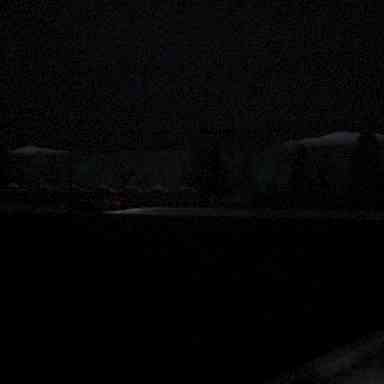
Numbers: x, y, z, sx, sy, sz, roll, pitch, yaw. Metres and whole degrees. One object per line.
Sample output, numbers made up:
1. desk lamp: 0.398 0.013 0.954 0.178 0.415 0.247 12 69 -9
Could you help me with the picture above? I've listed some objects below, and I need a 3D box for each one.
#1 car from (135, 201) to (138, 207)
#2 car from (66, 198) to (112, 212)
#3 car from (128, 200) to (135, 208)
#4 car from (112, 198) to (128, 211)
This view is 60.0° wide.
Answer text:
1. car: -10.517 1.639 50.143 4.902 1.511 2.128 0 0 12
2. car: -12.606 1.581 39.853 4.902 1.511 2.128 0 0 12
3. car: -10.932 1.654 46.653 4.674 1.442 1.812 0 0 12
4. car: -11.369 1.588 43.168 5.008 1.535 1.882 0 0 12
